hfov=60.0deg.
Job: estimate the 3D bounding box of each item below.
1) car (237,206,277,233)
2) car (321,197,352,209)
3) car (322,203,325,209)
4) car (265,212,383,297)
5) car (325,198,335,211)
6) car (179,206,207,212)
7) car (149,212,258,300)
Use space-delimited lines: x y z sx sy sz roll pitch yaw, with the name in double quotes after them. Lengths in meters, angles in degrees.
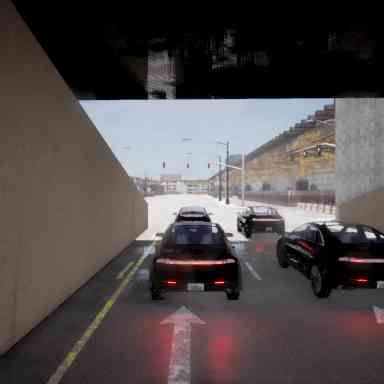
3.541 1.491 17.690 2.128 1.511 4.902 0 0 0 "car"
17.446 1.295 40.120 1.853 1.218 4.536 0 0 45 "car"
17.410 1.453 40.083 2.038 1.542 4.974 0 0 45 "car"
3.561 1.492 8.557 2.128 1.511 4.902 0 0 0 "car"
17.320 1.453 35.476 2.038 1.542 4.974 0 0 -35 "car"
0.043 1.505 17.515 1.837 1.490 4.892 0 0 0 "car"
0.064 1.492 8.395 2.128 1.511 4.902 0 0 0 "car"
